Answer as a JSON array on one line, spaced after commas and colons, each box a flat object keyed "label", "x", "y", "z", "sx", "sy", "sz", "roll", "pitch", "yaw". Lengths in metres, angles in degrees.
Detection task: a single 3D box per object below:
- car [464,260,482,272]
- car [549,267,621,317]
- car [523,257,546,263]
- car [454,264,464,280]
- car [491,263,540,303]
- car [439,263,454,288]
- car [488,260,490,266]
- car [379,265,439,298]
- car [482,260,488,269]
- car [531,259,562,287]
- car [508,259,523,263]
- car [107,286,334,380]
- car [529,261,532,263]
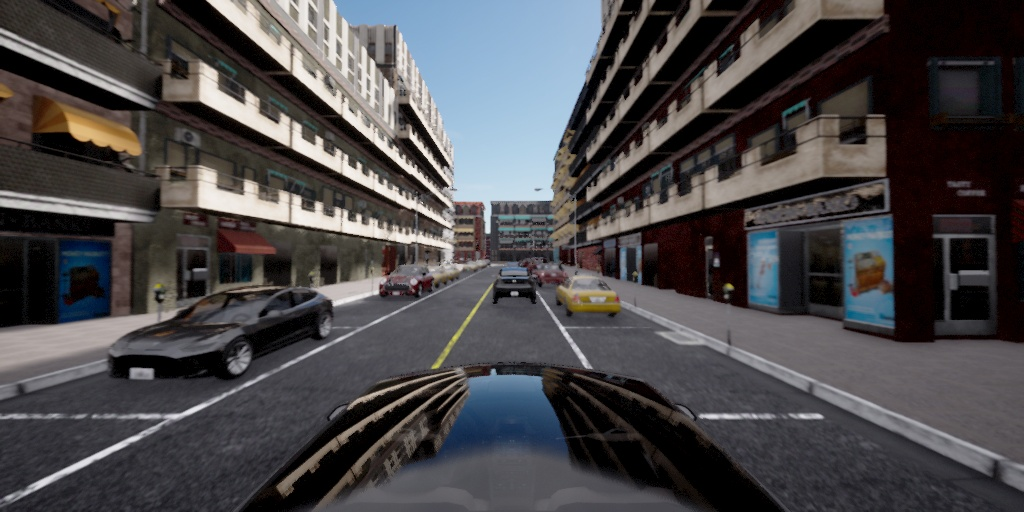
[{"label": "car", "x": -5.324, "y": 1.312, "z": 46.102, "sx": 1.751, "sy": 1.417, "sz": 4.829, "roll": 0, "pitch": 0, "yaw": 0}, {"label": "car", "x": 2.565, "y": 1.276, "z": 13.089, "sx": 1.751, "sy": 1.417, "sz": 4.829, "roll": 0, "pitch": 0, "yaw": 0}, {"label": "car", "x": 2.563, "y": 1.084, "z": 35.174, "sx": 2.192, "sy": 1.841, "sz": 5.009, "roll": 0, "pitch": 0, "yaw": 0}, {"label": "car", "x": -5.317, "y": 1.288, "z": 29.410, "sx": 1.751, "sy": 1.417, "sz": 4.829, "roll": 0, "pitch": 0, "yaw": 0}, {"label": "car", "x": 0.100, "y": 1.257, "z": 16.691, "sx": 1.837, "sy": 1.490, "sz": 4.892, "roll": 0, "pitch": 0, "yaw": 0}, {"label": "car", "x": -5.317, "y": 1.283, "z": 23.846, "sx": 1.751, "sy": 1.417, "sz": 4.829, "roll": 0, "pitch": 0, "yaw": 0}, {"label": "car", "x": -5.300, "y": 1.348, "z": 62.793, "sx": 1.751, "sy": 1.417, "sz": 4.829, "roll": 0, "pitch": 0, "yaw": 0}, {"label": "car", "x": -5.316, "y": 1.194, "z": 18.452, "sx": 1.967, "sy": 1.591, "sz": 4.097, "roll": 0, "pitch": 0, "yaw": 0}, {"label": "car", "x": -5.309, "y": 1.334, "z": 57.230, "sx": 1.751, "sy": 1.417, "sz": 4.829, "roll": 0, "pitch": 0, "yaw": 0}, {"label": "car", "x": 2.564, "y": 1.197, "z": 24.045, "sx": 1.967, "sy": 1.591, "sz": 4.097, "roll": 0, "pitch": 0, "yaw": 0}, {"label": "car", "x": 0.100, "y": 1.338, "z": 38.485, "sx": 1.994, "sy": 1.385, "sz": 4.181, "roll": 0, "pitch": 0, "yaw": 0}, {"label": "car", "x": -5.315, "y": 1.316, "z": 7.324, "sx": 1.948, "sy": 1.339, "sz": 4.313, "roll": 0, "pitch": 0, "yaw": 0}, {"label": "car", "x": 2.563, "y": 1.344, "z": 29.609, "sx": 1.802, "sy": 1.307, "sz": 4.207, "roll": 0, "pitch": 0, "yaw": 0}]
